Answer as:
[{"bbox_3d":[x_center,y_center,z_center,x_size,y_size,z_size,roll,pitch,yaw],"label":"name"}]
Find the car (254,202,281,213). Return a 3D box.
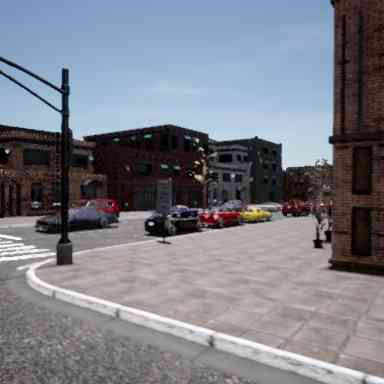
[{"bbox_3d":[10.540,2.092,46.107,1.895,1.301,4.718,1,0,37],"label":"car"}]

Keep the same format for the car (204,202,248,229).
[{"bbox_3d":[2.187,1.786,24.986,1.967,1.590,4.097,0,0,36],"label":"car"}]

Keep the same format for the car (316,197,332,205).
[{"bbox_3d":[31.481,2.145,79.177,2.192,1.841,5.009,0,0,36],"label":"car"}]

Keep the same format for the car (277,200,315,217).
[{"bbox_3d":[12.021,1.818,38.416,2.192,1.841,5.009,0,0,36],"label":"car"}]

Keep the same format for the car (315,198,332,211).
[{"bbox_3d":[18.576,2.048,47.368,1.967,1.590,4.097,0,0,36],"label":"car"}]

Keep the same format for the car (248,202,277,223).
[{"bbox_3d":[5.564,1.925,29.599,1.752,1.417,4.829,0,0,36],"label":"car"}]

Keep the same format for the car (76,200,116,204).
[{"bbox_3d":[-7.852,1.517,25.460,2.192,1.841,5.009,0,0,36],"label":"car"}]

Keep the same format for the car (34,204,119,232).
[{"bbox_3d":[-7.345,1.752,21.807,2.033,1.411,5.357,1,0,37],"label":"car"}]

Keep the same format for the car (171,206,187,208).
[{"bbox_3d":[-1.542,1.898,29.690,1.895,1.301,4.718,1,0,36],"label":"car"}]

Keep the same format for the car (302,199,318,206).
[{"bbox_3d":[24.924,2.276,70.222,2.008,1.369,4.403,0,0,36],"label":"car"}]

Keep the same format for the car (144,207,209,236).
[{"bbox_3d":[-1.092,1.859,20.509,1.947,1.339,4.313,0,0,36],"label":"car"}]

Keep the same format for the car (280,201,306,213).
[{"bbox_3d":[13.837,2.040,45.275,1.837,1.490,4.892,1,-1,36],"label":"car"}]

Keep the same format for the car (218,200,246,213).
[{"bbox_3d":[5.258,1.852,43.365,1.967,1.590,4.097,0,0,36],"label":"car"}]
